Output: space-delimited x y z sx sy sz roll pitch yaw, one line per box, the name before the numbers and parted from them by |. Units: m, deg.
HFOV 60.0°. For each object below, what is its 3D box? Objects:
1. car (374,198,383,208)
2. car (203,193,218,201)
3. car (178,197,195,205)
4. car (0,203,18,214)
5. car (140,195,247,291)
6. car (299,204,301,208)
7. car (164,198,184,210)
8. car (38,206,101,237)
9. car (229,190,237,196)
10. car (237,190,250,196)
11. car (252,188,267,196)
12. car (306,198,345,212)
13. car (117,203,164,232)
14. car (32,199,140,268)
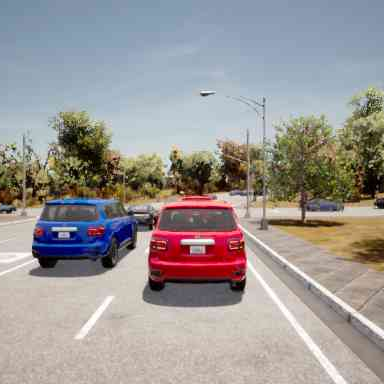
car | 26.241 1.060 42.249 5.566 2.045 2.150 -2 0 3
car | 4.194 1.120 74.650 1.812 1.442 4.674 0 2 23
car | -0.961 1.634 60.810 1.994 1.385 4.181 0 1 17
car | -22.982 1.815 38.022 5.357 1.411 2.033 -2 0 3
car | 0.131 1.230 9.195 2.150 2.045 5.566 0 0 0
car | 16.275 1.562 42.850 4.892 1.490 1.837 -1 0 3
car | -2.571 1.601 45.887 1.882 1.535 5.008 -1 0 -13
car | -6.889 1.601 19.185 1.994 1.385 4.181 0 0 2
car | 11.314 0.257 88.189 1.812 1.442 4.674 0 3 30
car | 14.273 0.262 86.320 2.128 1.511 4.902 0 3 33
car | 17.588 -0.079 85.035 2.150 2.045 5.566 0 3 33
car | 15.745 1.614 39.374 4.181 1.385 1.994 -1 0 4
car | -3.163 1.536 21.327 2.128 1.511 4.902 0 0 1
car | -3.350 1.235 11.475 2.150 2.045 5.566 0 0 1
